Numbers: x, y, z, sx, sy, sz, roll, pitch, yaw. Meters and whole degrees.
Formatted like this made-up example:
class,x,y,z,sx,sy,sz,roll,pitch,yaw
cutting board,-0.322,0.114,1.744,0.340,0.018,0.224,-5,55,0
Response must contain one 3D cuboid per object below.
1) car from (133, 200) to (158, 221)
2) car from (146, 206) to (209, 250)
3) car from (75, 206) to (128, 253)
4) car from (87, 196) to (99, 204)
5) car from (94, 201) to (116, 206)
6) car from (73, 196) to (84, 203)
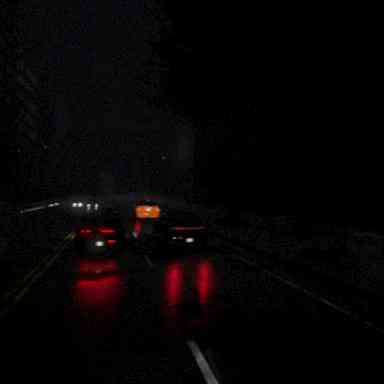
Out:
class,x,y,z,sx,sy,sz,roll,pitch,yaw
car,-4.044,1.478,29.188,2.097,1.767,4.553,1,0,-13
car,-0.636,1.588,14.812,2.128,1.511,4.902,1,0,-13
car,-3.799,1.557,14.065,1.837,1.490,4.892,1,0,-13
car,-19.069,1.543,64.333,1.837,1.490,4.892,1,0,-13
car,-7.217,1.682,28.465,1.895,1.301,4.718,1,0,-13
car,-23.367,1.508,68.466,2.128,1.511,4.902,1,0,-13
